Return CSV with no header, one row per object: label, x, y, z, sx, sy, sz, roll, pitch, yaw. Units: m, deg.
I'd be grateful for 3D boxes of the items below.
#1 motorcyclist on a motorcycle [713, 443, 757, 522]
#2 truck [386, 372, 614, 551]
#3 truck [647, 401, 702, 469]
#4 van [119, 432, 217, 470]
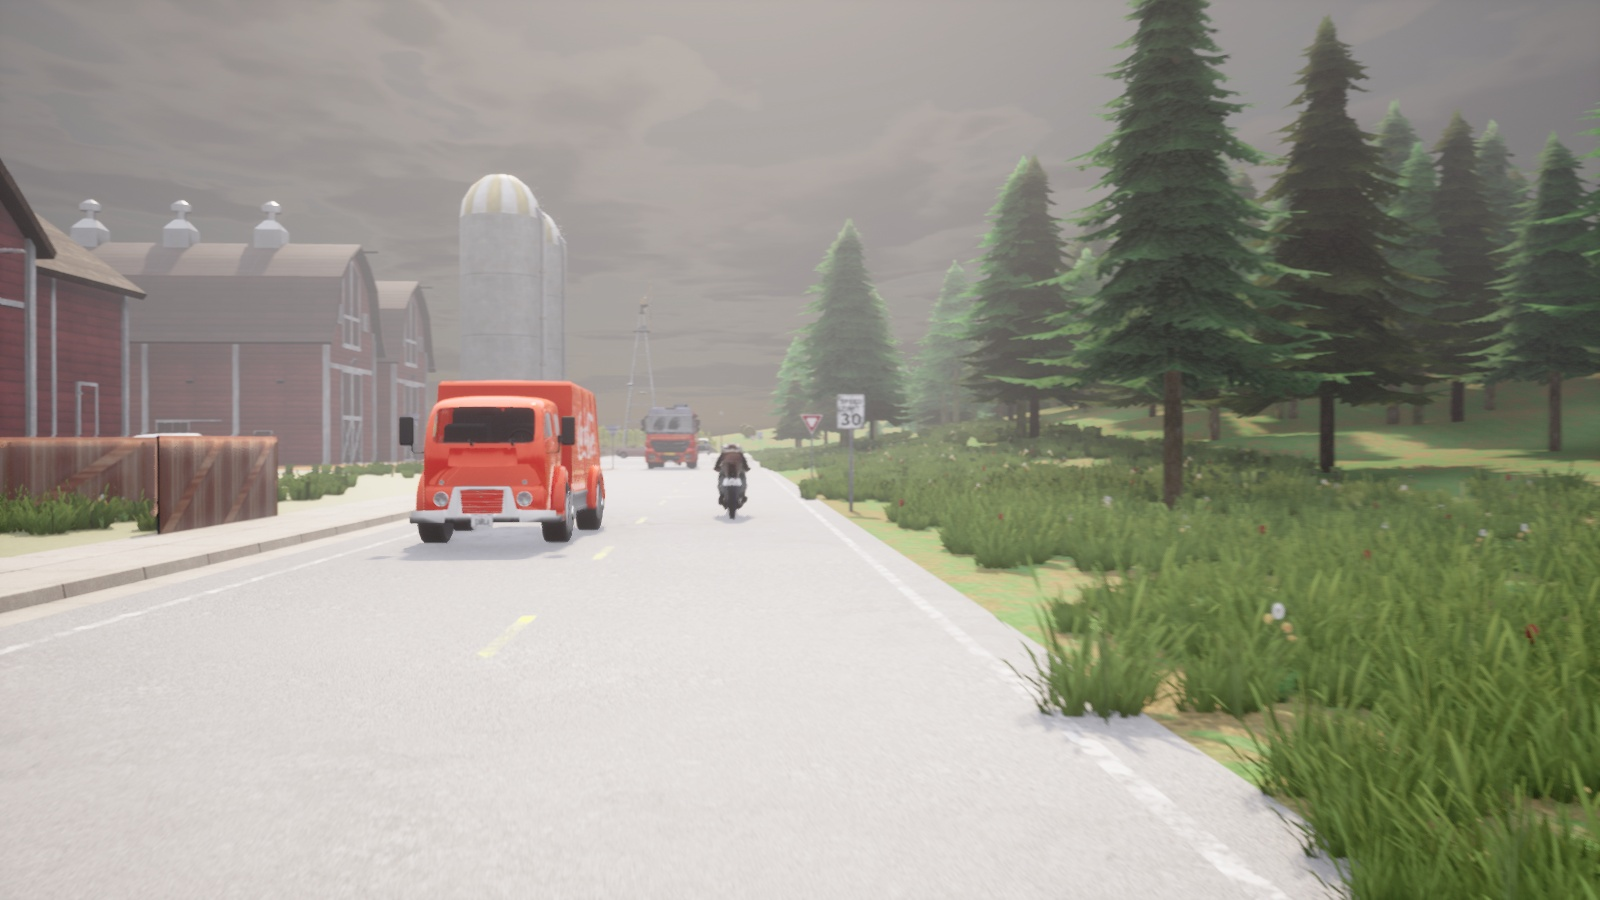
motorcyclist on a motorcycle,-1.320,0.628,25.550,0.866,1.530,2.191,0,0,-3
truck,-4.536,0.140,20.008,2.627,2.467,5.204,0,0,-3
truck,-7.396,-0.870,75.107,2.891,3.827,8.468,0,0,-3
van,-34.200,0.046,68.006,4.480,2.038,2.069,0,0,15
